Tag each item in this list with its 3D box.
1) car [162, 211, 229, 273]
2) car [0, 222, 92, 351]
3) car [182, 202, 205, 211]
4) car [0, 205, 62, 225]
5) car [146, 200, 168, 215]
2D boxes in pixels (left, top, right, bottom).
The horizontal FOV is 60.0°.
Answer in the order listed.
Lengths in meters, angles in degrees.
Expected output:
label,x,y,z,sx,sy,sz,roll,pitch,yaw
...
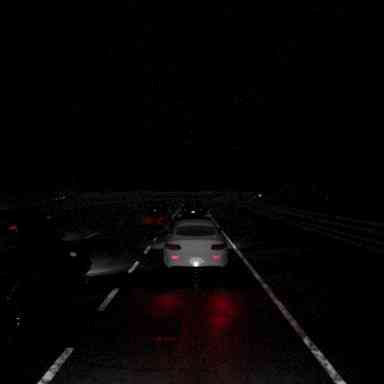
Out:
label,x,y,z,sx,sy,sz,roll,pitch,yaw
car,0.098,1.537,10.571,1.812,1.442,4.674,0,0,0
car,-3.501,1.554,6.135,2.033,1.411,5.357,0,0,0
car,0.104,1.596,29.179,1.994,1.385,4.181,0,0,0
car,-6.903,1.366,13.407,2.097,1.767,4.553,0,0,0
car,-3.506,1.530,34.064,2.128,1.511,4.902,0,0,0
